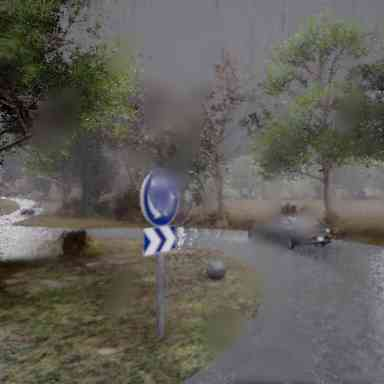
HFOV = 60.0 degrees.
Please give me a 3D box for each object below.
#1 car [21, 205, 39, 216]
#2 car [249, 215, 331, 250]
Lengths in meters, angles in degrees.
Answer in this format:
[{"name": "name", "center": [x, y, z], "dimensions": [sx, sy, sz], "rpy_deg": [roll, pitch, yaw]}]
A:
[{"name": "car", "center": [-28.364, 3.369, 57.803], "dimensions": [1.895, 1.301, 4.718], "rpy_deg": [-2, -1, -19]}, {"name": "car", "center": [4.480, 1.803, 15.773], "dimensions": [1.812, 1.442, 4.674], "rpy_deg": [0, -2, -20]}]
